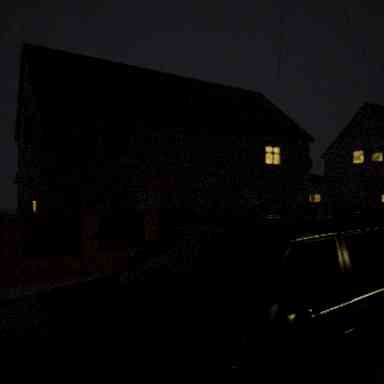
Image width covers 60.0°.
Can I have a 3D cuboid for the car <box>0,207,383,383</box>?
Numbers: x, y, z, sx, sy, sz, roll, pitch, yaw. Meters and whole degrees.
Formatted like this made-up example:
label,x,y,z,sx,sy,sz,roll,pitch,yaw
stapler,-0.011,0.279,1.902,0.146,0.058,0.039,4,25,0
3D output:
label,x,y,z,sx,sy,sz,roll,pitch,yaw
car,0.649,1.219,3.370,5.566,2.045,2.150,0,0,-34
